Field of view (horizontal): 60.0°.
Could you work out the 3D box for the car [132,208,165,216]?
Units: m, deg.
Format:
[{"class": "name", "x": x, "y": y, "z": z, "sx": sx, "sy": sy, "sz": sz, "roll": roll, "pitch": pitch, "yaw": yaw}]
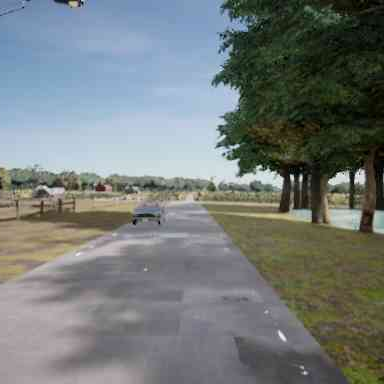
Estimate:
[{"class": "car", "x": -2.778, "y": 1.296, "z": 22.432, "sx": 2.033, "sy": 1.411, "sz": 5.357, "roll": 0, "pitch": 0, "yaw": 0}]
